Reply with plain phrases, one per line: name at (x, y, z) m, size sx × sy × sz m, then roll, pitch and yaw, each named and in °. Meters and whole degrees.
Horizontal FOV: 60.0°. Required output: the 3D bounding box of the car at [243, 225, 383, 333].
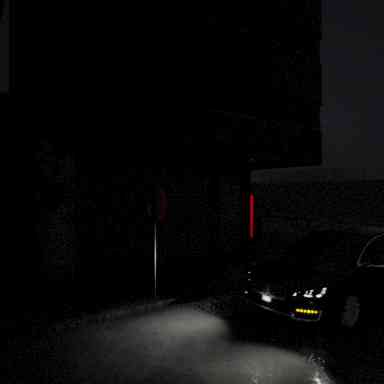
car at (3.205, 1.505, 6.899) m, size 4.892 × 1.490 × 1.837 m, roll 0°, pitch 0°, yaw -36°
